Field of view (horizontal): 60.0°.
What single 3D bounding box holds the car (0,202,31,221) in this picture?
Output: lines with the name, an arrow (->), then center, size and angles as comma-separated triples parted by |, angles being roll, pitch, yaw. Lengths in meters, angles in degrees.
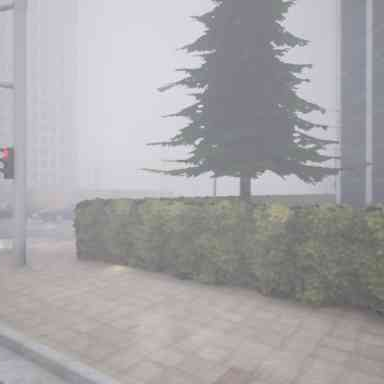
car -> -13.821, 1.483, 25.505 | 2.128, 1.511, 4.902 | 0, 0, 35

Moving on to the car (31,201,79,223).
car -> -9.337, 1.478, 25.772 | 1.882, 1.535, 5.008 | 0, 0, 35
